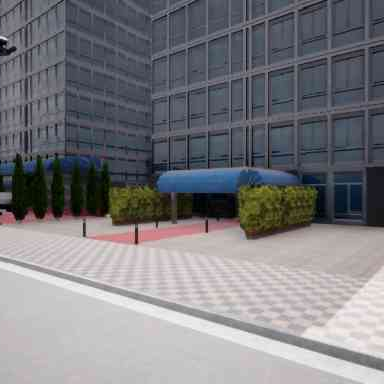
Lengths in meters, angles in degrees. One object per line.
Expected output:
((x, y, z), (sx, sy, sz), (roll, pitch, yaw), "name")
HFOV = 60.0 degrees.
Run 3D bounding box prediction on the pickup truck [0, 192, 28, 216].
((-15.317, 1.059, 27.938), (2.390, 2.098, 6.274), (0, 0, -22), "pickup truck")
